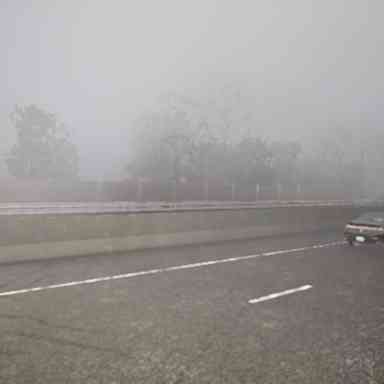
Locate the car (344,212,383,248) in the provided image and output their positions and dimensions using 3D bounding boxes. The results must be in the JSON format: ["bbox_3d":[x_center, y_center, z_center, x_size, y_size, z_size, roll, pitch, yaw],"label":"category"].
[{"bbox_3d":[8.419,1.593,14.143,4.902,1.511,2.128,0,0,-35],"label":"car"}]

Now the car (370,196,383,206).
[{"bbox_3d":[29.718,1.583,51.133,5.566,2.045,2.150,0,0,-35],"label":"car"}]
